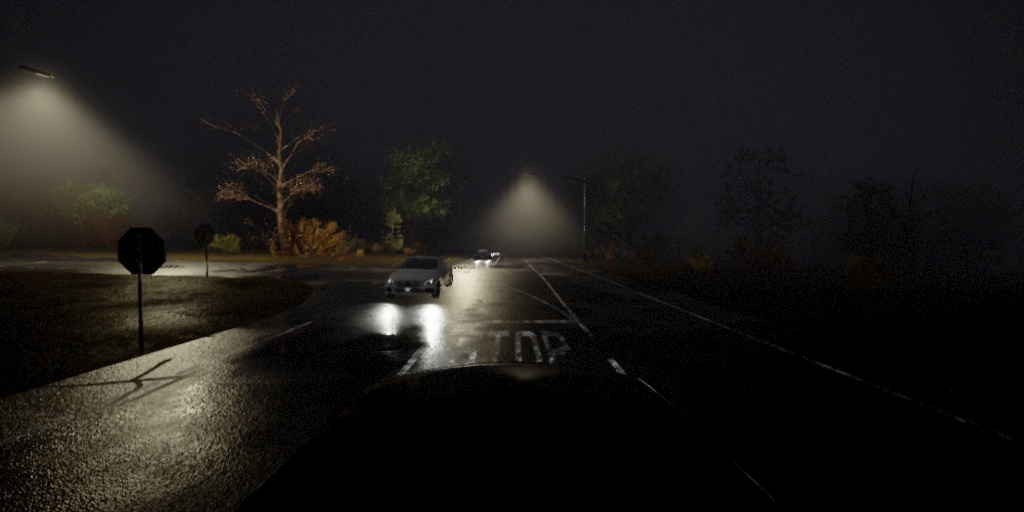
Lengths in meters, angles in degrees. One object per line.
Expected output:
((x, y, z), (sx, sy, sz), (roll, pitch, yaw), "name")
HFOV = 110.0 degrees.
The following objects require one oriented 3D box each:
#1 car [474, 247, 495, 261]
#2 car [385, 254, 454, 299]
((-3.562, -0.157, 44.044), (1.994, 1.385, 4.181), (0, 2, 0), "car")
((-3.493, 0.686, 14.309), (1.812, 1.442, 4.674), (1, 4, 0), "car")
